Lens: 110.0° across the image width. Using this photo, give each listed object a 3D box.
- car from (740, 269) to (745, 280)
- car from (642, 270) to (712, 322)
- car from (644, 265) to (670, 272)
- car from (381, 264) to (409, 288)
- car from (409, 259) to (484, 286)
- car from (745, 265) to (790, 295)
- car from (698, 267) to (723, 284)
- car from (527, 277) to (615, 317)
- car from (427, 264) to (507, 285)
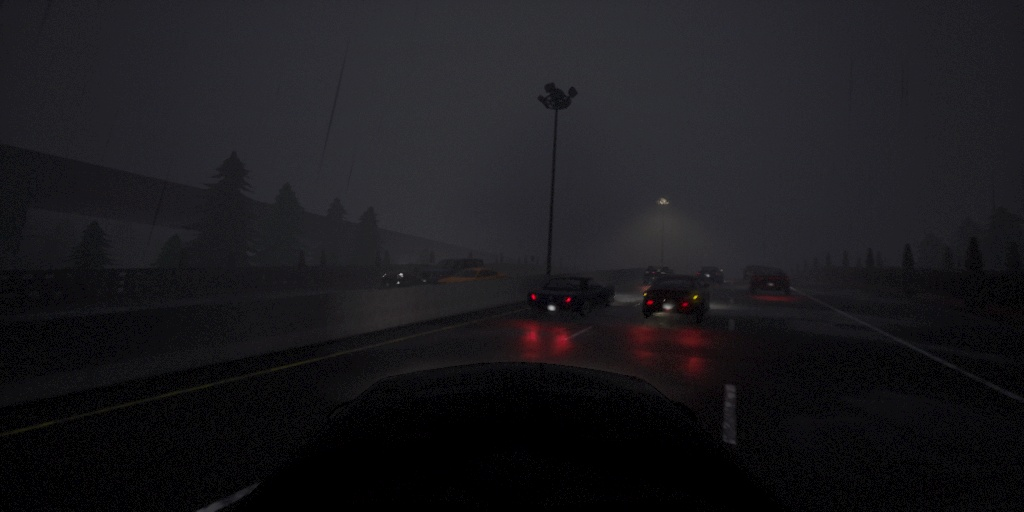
[{"bbox_3d":[24.307,1.657,36.086,1.837,1.490,4.892,0,-1,32],"label":"car"},{"bbox_3d":[5.980,1.388,12.946,1.812,1.442,4.674,0,-1,32],"label":"car"},{"bbox_3d":[12.203,1.521,29.759,2.128,1.511,4.902,0,-1,32],"label":"car"},{"bbox_3d":[-7.035,1.336,25.574,2.097,1.767,4.553,0,-1,32],"label":"car"},{"bbox_3d":[-3.855,1.190,24.066,2.150,2.045,5.566,0,-1,32],"label":"car"},{"bbox_3d":[15.664,1.432,22.021,1.882,1.535,5.008,0,0,32],"label":"car"},{"bbox_3d":[17.027,1.606,30.926,1.994,1.385,4.181,0,-1,32],"label":"car"},{"bbox_3d":[2.499,1.472,13.965,1.895,1.301,4.718,0,-1,32],"label":"car"},{"bbox_3d":[-2.133,1.409,20.180,1.882,1.535,5.008,0,-1,32],"label":"car"}]
